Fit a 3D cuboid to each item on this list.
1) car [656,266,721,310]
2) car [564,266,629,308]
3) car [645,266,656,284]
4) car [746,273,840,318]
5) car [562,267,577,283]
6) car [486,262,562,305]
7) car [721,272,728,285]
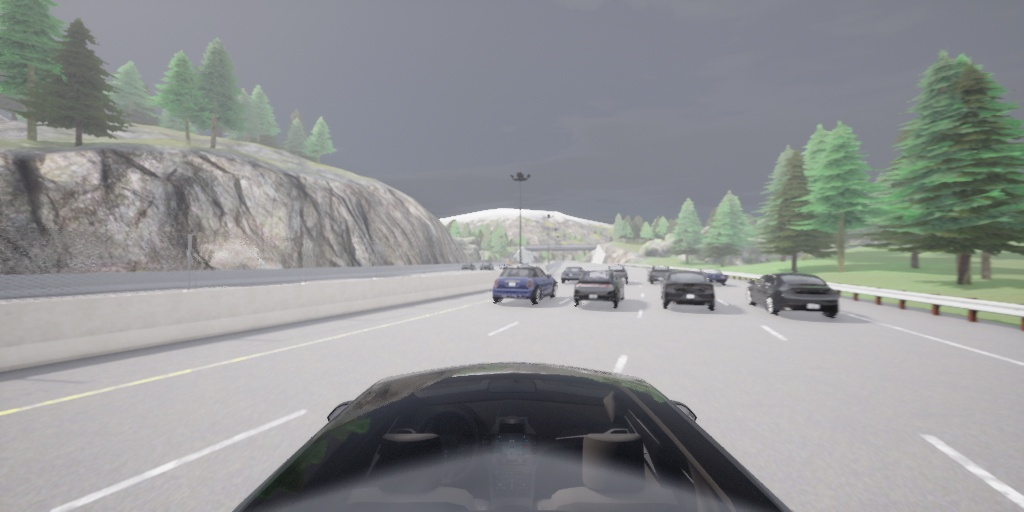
[{"bbox_3d":[7.569,1.376,15.790,1.882,1.535,5.008,0,0,21],"label":"car"},{"bbox_3d":[4.055,1.401,16.388,2.128,1.511,4.902,0,-1,21],"label":"car"},{"bbox_3d":[12.420,1.545,30.184,2.128,1.511,4.902,0,-1,16],"label":"car"},{"bbox_3d":[10.570,1.381,13.828,1.837,1.490,4.892,0,0,21],"label":"car"},{"bbox_3d":[5.452,1.619,31.288,2.033,1.411,5.357,0,-1,17],"label":"car"},{"bbox_3d":[0.766,1.276,17.590,2.097,1.767,4.553,0,-1,21],"label":"car"},{"bbox_3d":[15.695,1.637,28.910,1.895,1.301,4.718,0,-1,17],"label":"car"}]
